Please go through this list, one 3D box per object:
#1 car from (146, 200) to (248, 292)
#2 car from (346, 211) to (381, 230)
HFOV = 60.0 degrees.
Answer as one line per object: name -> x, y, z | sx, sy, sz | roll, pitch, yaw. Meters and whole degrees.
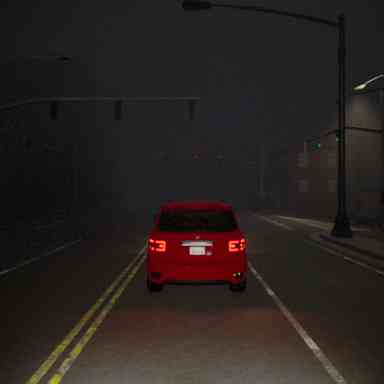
car -> 0.101, 1.221, 9.060 | 2.150, 2.045, 5.566 | 0, 0, 0
car -> 15.435, 2.488, 29.654 | 4.902, 1.511, 2.128 | 8, 0, 0
